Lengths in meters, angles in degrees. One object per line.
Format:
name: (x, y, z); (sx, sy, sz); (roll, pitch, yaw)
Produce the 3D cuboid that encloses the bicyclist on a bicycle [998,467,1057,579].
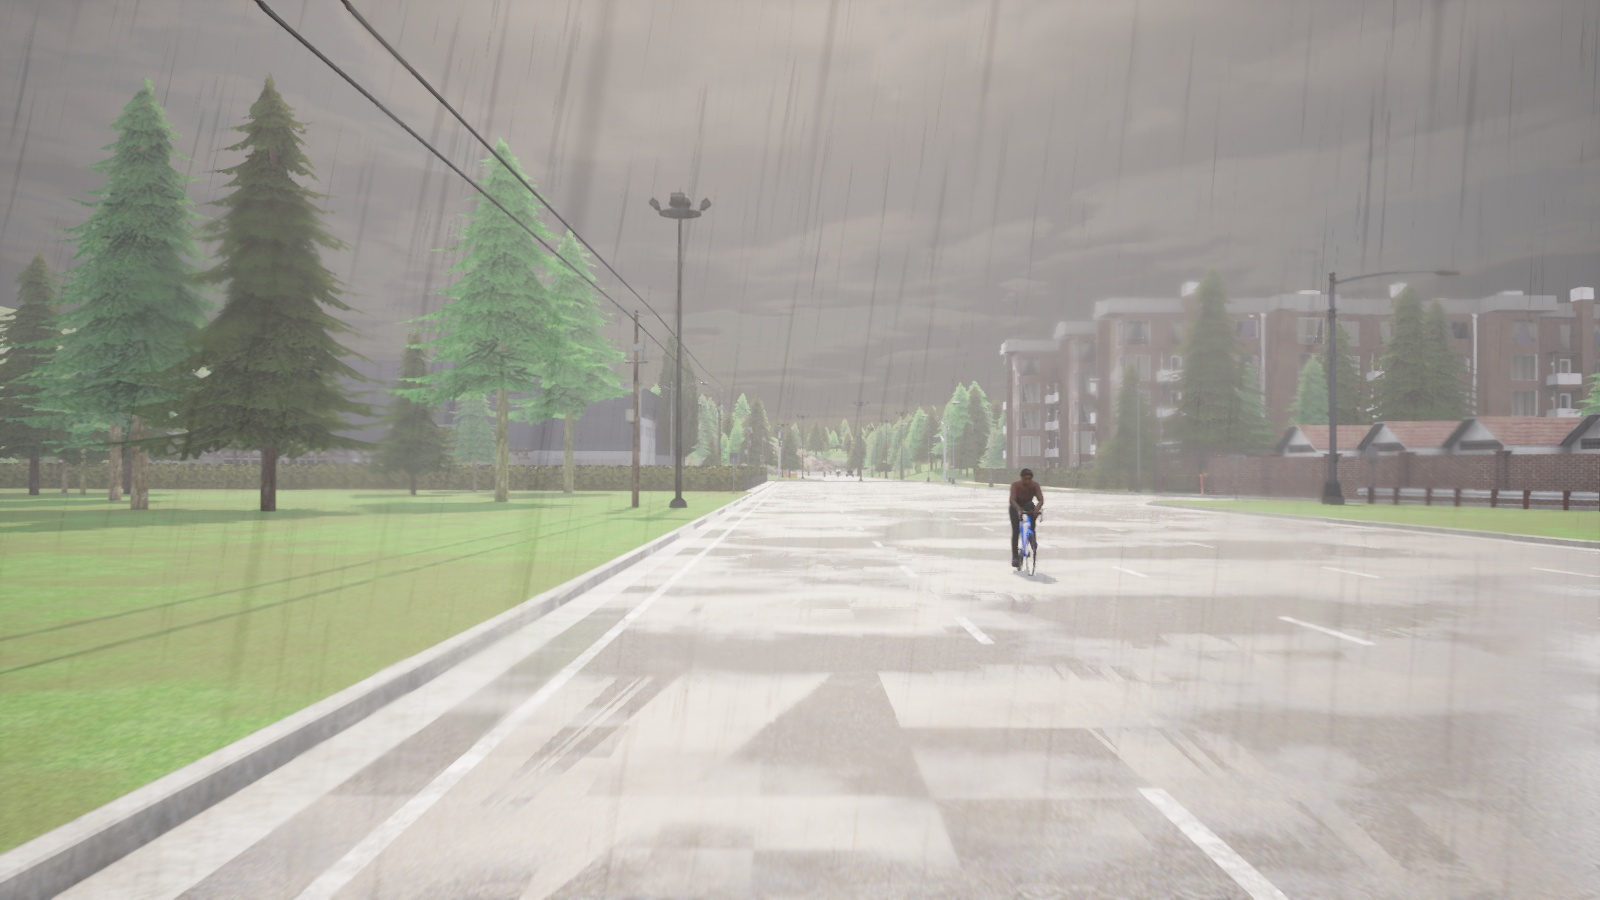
bicyclist on a bicycle: (3.454, 1.074, 19.161); (0.582, 1.620, 1.656); (0, 0, 0)
